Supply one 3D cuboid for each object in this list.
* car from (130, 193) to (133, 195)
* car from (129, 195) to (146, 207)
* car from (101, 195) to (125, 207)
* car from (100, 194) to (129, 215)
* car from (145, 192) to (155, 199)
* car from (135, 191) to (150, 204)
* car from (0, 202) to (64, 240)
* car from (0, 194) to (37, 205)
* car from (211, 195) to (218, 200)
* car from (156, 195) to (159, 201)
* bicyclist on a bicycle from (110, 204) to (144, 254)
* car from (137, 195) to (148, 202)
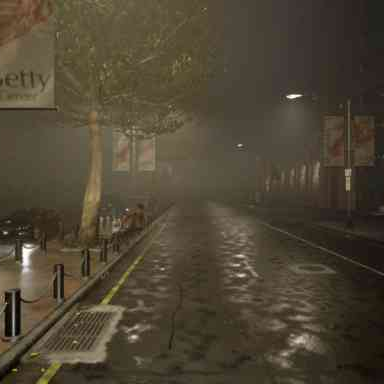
[{"bbox_3d":[-11.806,1.223,68.252,2.150,2.045,5.566,0,0,0],"label":"car"},{"bbox_3d":[-8.306,1.526,48.035,1.812,1.442,4.674,0,0,0],"label":"car"},{"bbox_3d":[-12.277,1.351,51.878,2.097,1.767,4.553,0,0,8],"label":"car"},{"bbox_3d":[-8.254,1.221,33.886,2.150,2.045,5.566,0,0,-1],"label":"car"},{"bbox_3d":[-11.925,0.912,94.616,2.150,2.045,5.566,0,0,0],"label":"car"},{"bbox_3d":[-8.337,1.218,58.493,2.150,2.045,5.566,0,0,0],"label":"car"},{"bbox_3d":[-8.171,1.502,16.994,1.837,1.490,4.892,0,1,0],"label":"car"},{"bbox_3d":[-22.464,1.222,41.881,5.566,2.045,2.150,0,0,-9],"label":"car"},{"bbox_3d":[6.327,1.595,94.073,1.895,1.301,4.718,0,0,0],"label":"car"},{"bbox_3d":[-8.309,1.493,69.095,2.128,1.511,4.902,0,0,0],"label":"car"},{"bbox_3d":[-2.172,1.156,11.588,0.582,1.620,1.656,29,15,-51],"label":"bicyclist on a bicycle"},{"bbox_3d":[-11.858,1.525,79.922,2.128,1.511,4.902,0,0,0],"label":"car"}]
